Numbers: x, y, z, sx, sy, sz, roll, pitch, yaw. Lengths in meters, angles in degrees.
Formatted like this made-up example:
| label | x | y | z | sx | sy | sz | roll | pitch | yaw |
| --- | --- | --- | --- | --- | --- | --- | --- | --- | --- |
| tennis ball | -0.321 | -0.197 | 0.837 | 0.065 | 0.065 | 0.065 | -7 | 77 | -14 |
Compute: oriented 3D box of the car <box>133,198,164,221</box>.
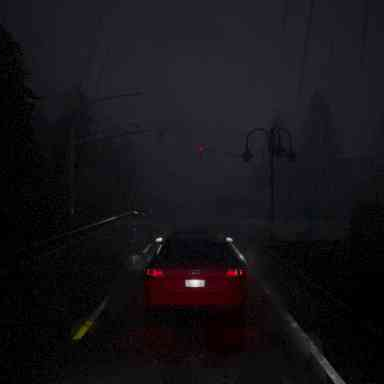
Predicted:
| label | x | y | z | sx | sy | sz | roll | pitch | yaw |
| --- | --- | --- | --- | --- | --- | --- | --- | --- | --- |
| car | -3.674 | 1.505 | 27.688 | 1.837 | 1.490 | 4.892 | 0 | 0 | 0 |

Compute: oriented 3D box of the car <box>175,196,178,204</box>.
| label | x | y | z | sx | sy | sz | roll | pitch | yaw |
| --- | --- | --- | --- | --- | --- | --- | --- | --- | --- |
| car | -3.724 | 1.493 | 63.220 | 2.128 | 1.511 | 4.902 | 0 | 0 | 0 |

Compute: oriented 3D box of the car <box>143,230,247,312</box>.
| label | x | y | z | sx | sy | sz | roll | pitch | yaw |
| --- | --- | --- | --- | --- | --- | --- | --- | --- | --- |
| car | 0.056 | 1.564 | 7.815 | 1.994 | 1.385 | 4.181 | 0 | 0 | 0 |

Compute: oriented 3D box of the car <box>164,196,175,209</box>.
| label | x | y | z | sx | sy | sz | roll | pitch | yaw |
| --- | --- | --- | --- | --- | --- | --- | --- | --- | --- |
| car | -3.718 | 1.525 | 45.126 | 1.812 | 1.442 | 4.674 | 0 | 0 | 0 |
